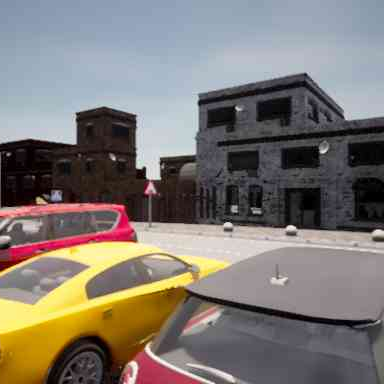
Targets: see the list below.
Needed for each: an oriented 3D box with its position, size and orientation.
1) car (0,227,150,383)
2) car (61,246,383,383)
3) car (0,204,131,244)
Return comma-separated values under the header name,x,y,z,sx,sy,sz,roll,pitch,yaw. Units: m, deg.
name,x,y,z,sx,sy,sz,roll,pitch,yaw
car,-1.100,1.522,5.117,2.097,1.535,5.008,-1,0,35
car,1.382,1.356,3.372,2.185,1.767,4.553,-1,0,35
car,-3.518,1.310,6.756,2.435,2.045,5.566,-1,-1,35
